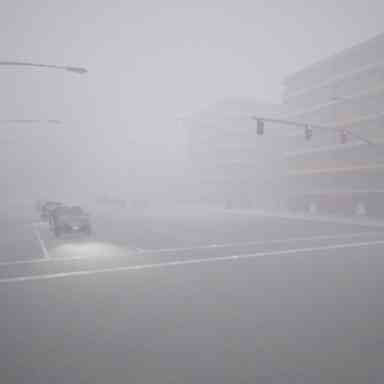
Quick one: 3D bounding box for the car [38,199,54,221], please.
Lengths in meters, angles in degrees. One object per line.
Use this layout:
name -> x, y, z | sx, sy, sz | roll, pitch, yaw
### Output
car -> -11.775, 1.598, 28.379 | 1.812, 1.442, 4.674 | 0, 0, -27

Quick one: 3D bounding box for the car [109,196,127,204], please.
car -> -14.436, 1.477, 64.473 | 2.128, 1.511, 4.902 | 0, -1, -27

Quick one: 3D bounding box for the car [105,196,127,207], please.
car -> -11.453, 1.483, 50.867 | 1.882, 1.535, 5.008 | 0, 0, -27

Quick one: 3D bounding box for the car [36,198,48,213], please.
car -> -16.482, 1.477, 37.522 | 1.882, 1.535, 5.008 | 0, 0, -27

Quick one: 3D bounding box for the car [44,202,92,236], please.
car -> -7.120, 1.606, 19.355 | 2.128, 1.511, 4.902 | 0, 0, -27

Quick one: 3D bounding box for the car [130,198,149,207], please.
car -> -8.414, 1.591, 52.828 | 1.994, 1.385, 4.181 | 0, 0, -27

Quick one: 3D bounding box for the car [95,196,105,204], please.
car -> -16.235, 1.457, 60.133 | 1.837, 1.490, 4.892 | 0, 0, -27
